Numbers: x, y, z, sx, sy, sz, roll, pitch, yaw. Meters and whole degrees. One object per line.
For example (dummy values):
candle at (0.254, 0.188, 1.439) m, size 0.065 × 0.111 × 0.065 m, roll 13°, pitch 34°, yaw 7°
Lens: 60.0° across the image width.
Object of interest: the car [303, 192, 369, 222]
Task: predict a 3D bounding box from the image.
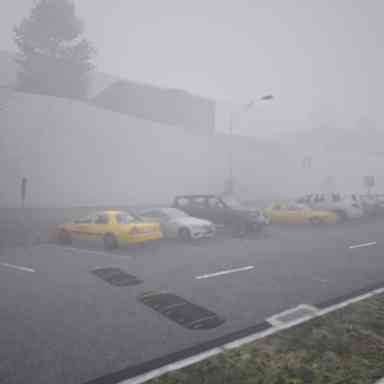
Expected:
car at (8.630, 1.050, 22.770) m, size 5.566 × 2.045 × 2.435 m, roll -1°, pitch 0°, yaw 34°

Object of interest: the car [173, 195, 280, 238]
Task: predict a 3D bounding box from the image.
car at (1.351, 1.162, 17.511) m, size 5.566 × 2.045 × 2.435 m, roll -1°, pitch -1°, yaw 35°

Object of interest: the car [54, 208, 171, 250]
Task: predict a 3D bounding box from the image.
car at (-3.719, 1.461, 14.131) m, size 5.366 × 1.575 × 1.946 m, roll -1°, pitch 0°, yaw 34°

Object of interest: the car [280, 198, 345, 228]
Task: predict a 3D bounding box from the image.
car at (6.367, 1.336, 20.908) m, size 5.366 × 1.575 × 1.946 m, roll -1°, pitch -1°, yaw 34°

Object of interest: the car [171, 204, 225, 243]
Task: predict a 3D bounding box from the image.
car at (-1.120, 1.477, 15.781) m, size 4.674 × 1.452 × 2.002 m, roll -1°, pitch -1°, yaw 34°

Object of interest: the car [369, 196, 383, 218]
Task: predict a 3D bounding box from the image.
car at (11.076, 1.283, 24.512) m, size 4.792 × 1.488 × 2.163 m, roll -1°, pitch 0°, yaw 34°
